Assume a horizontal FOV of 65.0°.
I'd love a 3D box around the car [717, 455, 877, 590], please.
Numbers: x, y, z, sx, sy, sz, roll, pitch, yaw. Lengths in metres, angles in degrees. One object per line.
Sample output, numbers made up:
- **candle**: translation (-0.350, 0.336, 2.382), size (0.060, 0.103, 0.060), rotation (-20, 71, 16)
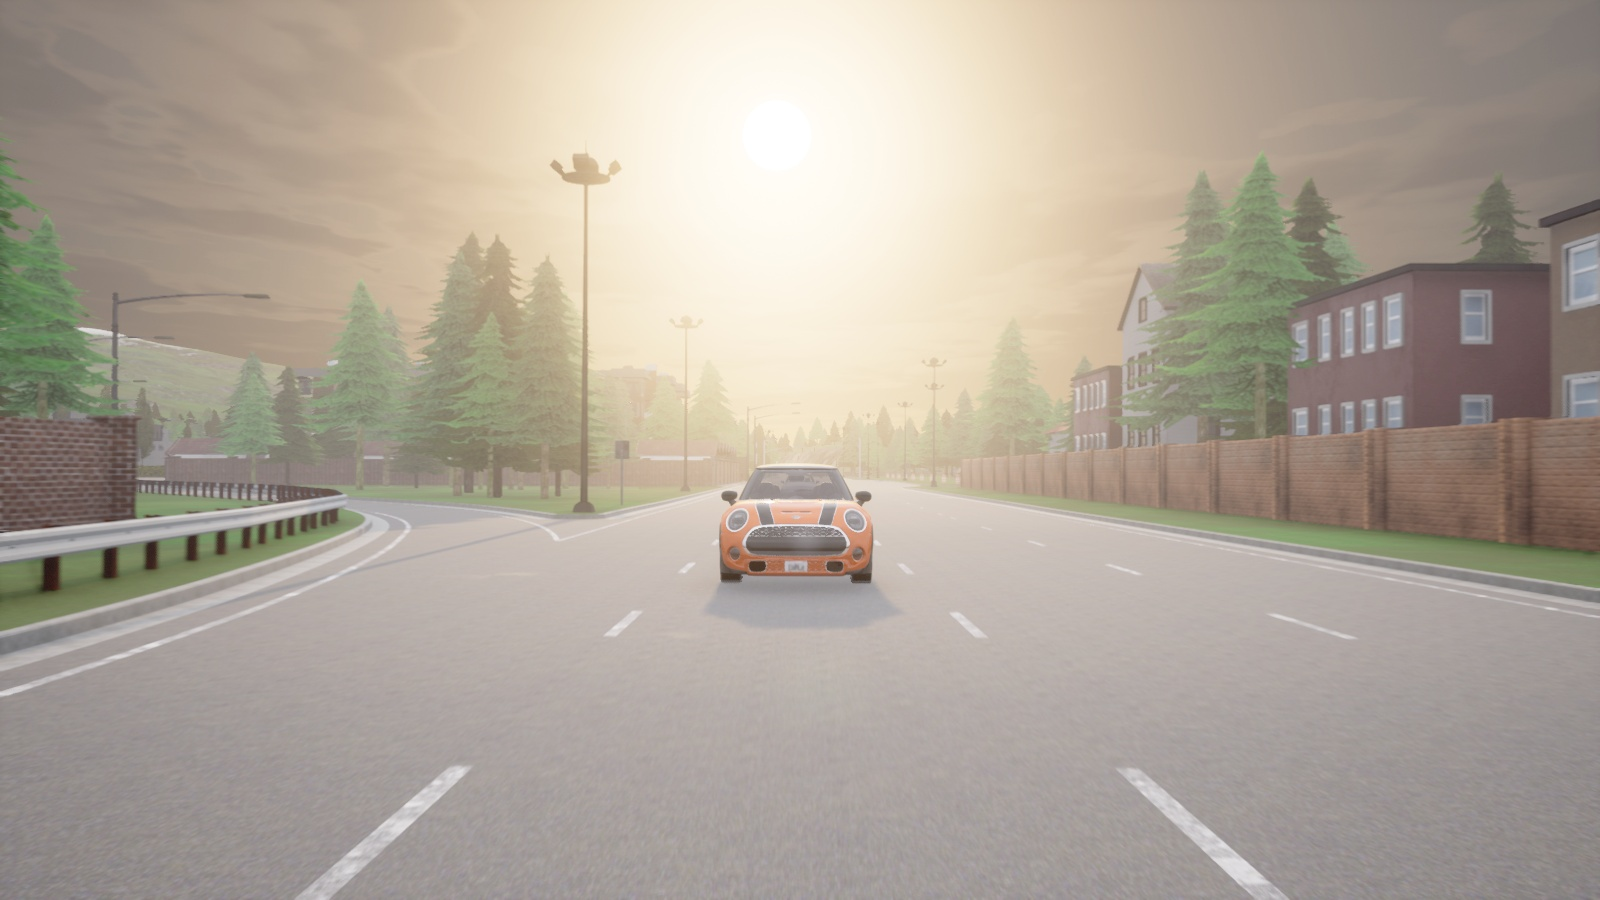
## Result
- **car**: translation (-0.046, 0.986, 18.771), size (2.097, 1.767, 4.553), rotation (0, -1, 0)
